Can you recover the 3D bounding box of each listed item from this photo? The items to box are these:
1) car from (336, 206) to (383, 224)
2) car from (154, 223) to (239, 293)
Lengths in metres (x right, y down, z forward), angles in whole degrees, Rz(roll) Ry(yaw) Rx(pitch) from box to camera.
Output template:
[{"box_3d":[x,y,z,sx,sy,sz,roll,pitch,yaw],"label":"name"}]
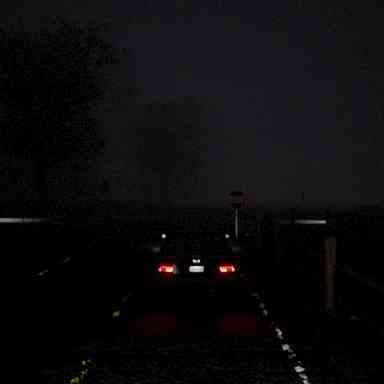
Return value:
[{"box_3d":[13.761,1.780,26.414,4.181,1.385,1.994,1,0,2],"label":"car"},{"box_3d":[0.096,1.545,8.984,2.033,1.411,5.357,0,0,0],"label":"car"}]
